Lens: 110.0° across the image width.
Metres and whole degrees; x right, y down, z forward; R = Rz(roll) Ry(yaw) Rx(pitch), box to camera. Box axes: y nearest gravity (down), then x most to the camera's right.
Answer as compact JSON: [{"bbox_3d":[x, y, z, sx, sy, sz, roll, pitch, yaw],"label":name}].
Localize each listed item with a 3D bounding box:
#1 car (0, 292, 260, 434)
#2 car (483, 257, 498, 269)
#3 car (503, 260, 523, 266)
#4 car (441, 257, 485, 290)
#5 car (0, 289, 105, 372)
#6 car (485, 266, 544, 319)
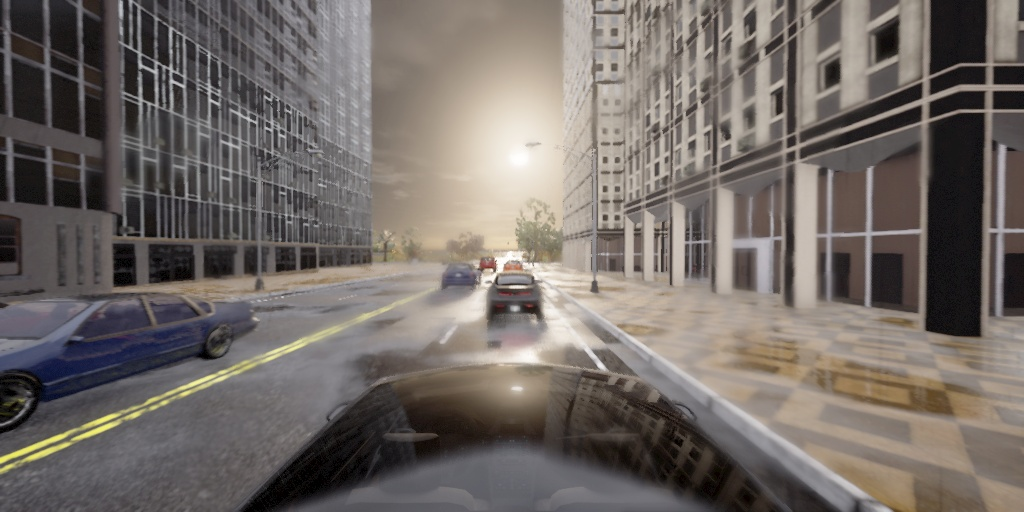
[{"bbox_3d":[-6.602,1.310,5.678,2.033,1.411,5.357,0,0,0],"label":"car"},{"bbox_3d":[-3.153,1.090,48.085,2.150,2.045,5.566,0,0,0],"label":"car"},{"bbox_3d":[0.098,1.201,38.877,2.097,1.767,4.553,0,0,0],"label":"car"},{"bbox_3d":[-3.151,1.162,23.191,2.097,1.767,4.553,0,0,0],"label":"car"},{"bbox_3d":[-9.852,1.363,5.480,1.895,1.301,4.718,0,0,0],"label":"car"},{"bbox_3d":[0.097,1.289,12.984,1.837,1.490,4.892,0,0,0],"label":"car"}]
